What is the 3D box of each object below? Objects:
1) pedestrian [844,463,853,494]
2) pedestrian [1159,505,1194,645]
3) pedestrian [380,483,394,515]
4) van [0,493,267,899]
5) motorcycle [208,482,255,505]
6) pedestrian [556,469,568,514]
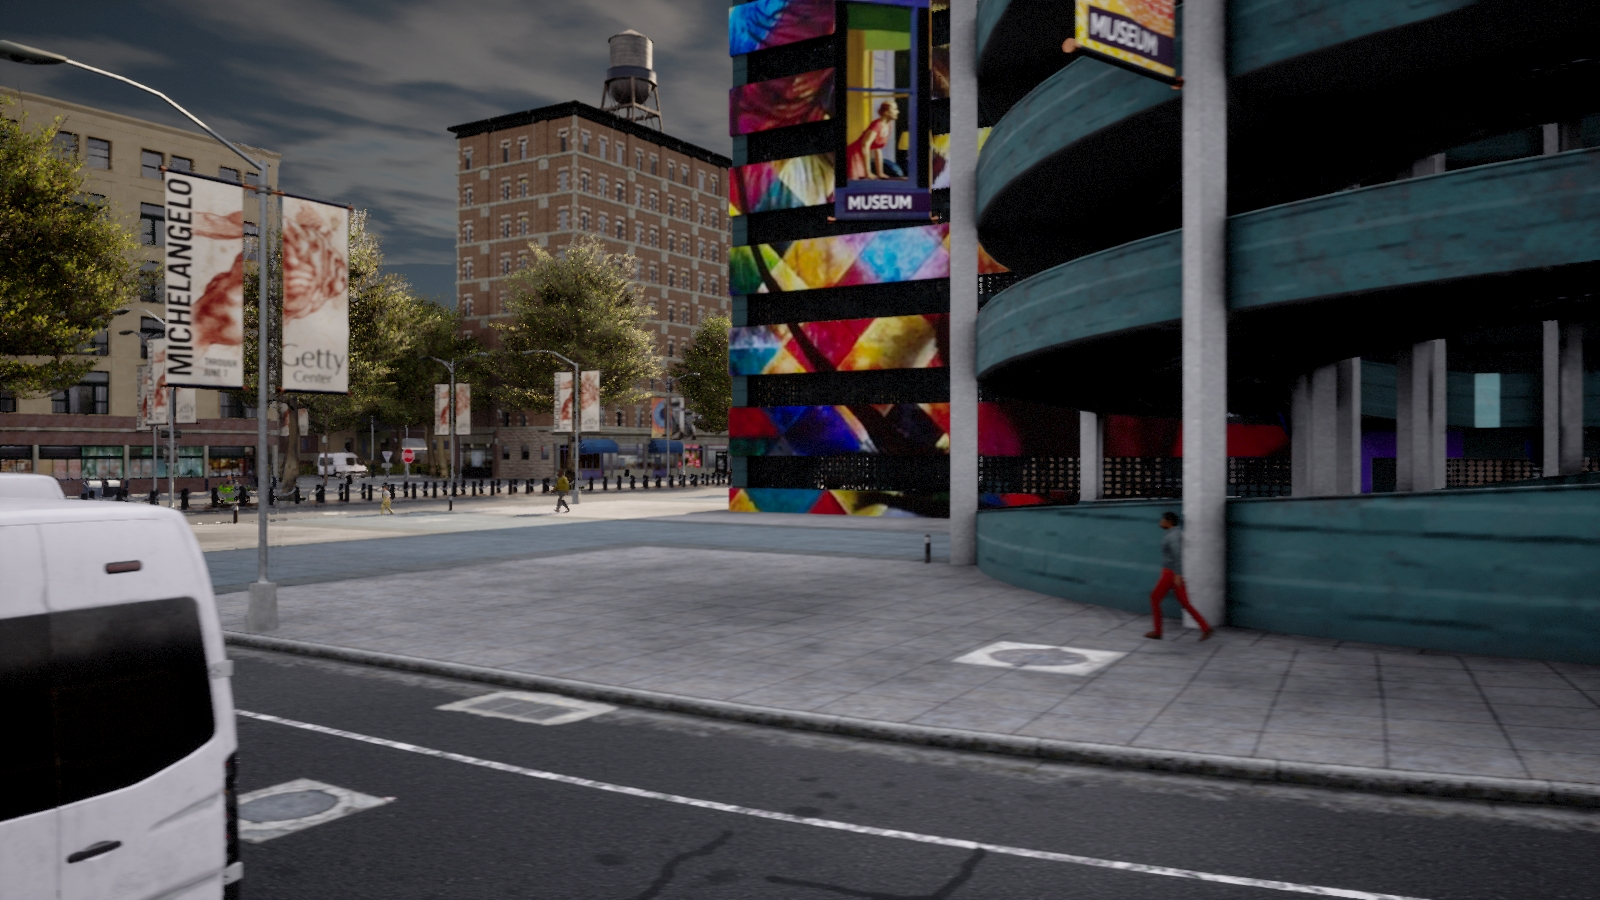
[{"bbox_3d":[2.914,1.719,68.330,0.375,1.860,0.375,0,0,32],"label":"pedestrian"},{"bbox_3d":[5.169,1.702,15.681,0.375,1.860,0.375,0,0,31],"label":"pedestrian"},{"bbox_3d":[-16.780,1.990,46.424,0.375,1.300,0.375,0,0,35],"label":"pedestrian"},{"bbox_3d":[-5.759,1.536,6.193,5.915,2.561,1.988,0,0,27],"label":"van"},{"bbox_3d":[-29.293,2.229,58.881,0.803,1.145,2.033,0,0,32],"label":"motorcycle"},{"bbox_3d":[-9.910,1.711,47.554,0.375,1.860,0.375,0,0,45],"label":"pedestrian"}]
